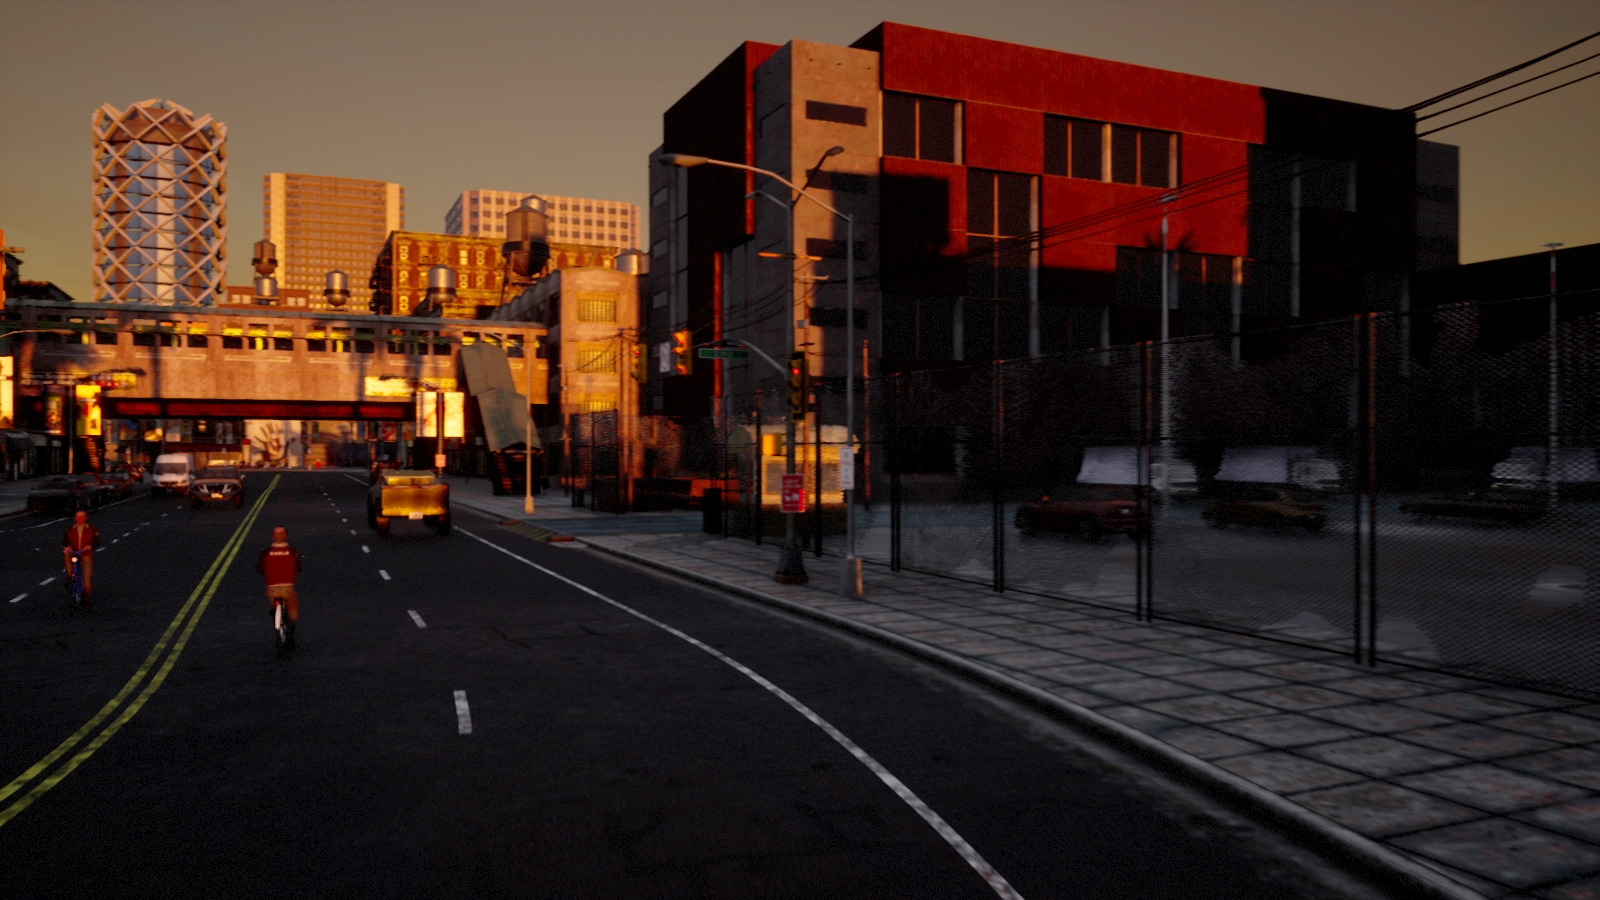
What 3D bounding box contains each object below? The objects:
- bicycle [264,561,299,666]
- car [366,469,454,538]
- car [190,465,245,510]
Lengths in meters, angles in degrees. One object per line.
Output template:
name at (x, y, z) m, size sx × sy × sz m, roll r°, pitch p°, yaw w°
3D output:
bicycle at (-7.134, 2.216, 15.752) m, size 0.329 × 1.171 × 1.835 m, roll 0°, pitch 0°, yaw -21°
car at (-13.705, 1.764, 39.877) m, size 2.390 × 2.098 × 6.274 m, roll 0°, pitch 0°, yaw -24°
car at (-28.714, 1.802, 56.464) m, size 2.150 × 2.045 × 5.566 m, roll 0°, pitch 0°, yaw -24°
